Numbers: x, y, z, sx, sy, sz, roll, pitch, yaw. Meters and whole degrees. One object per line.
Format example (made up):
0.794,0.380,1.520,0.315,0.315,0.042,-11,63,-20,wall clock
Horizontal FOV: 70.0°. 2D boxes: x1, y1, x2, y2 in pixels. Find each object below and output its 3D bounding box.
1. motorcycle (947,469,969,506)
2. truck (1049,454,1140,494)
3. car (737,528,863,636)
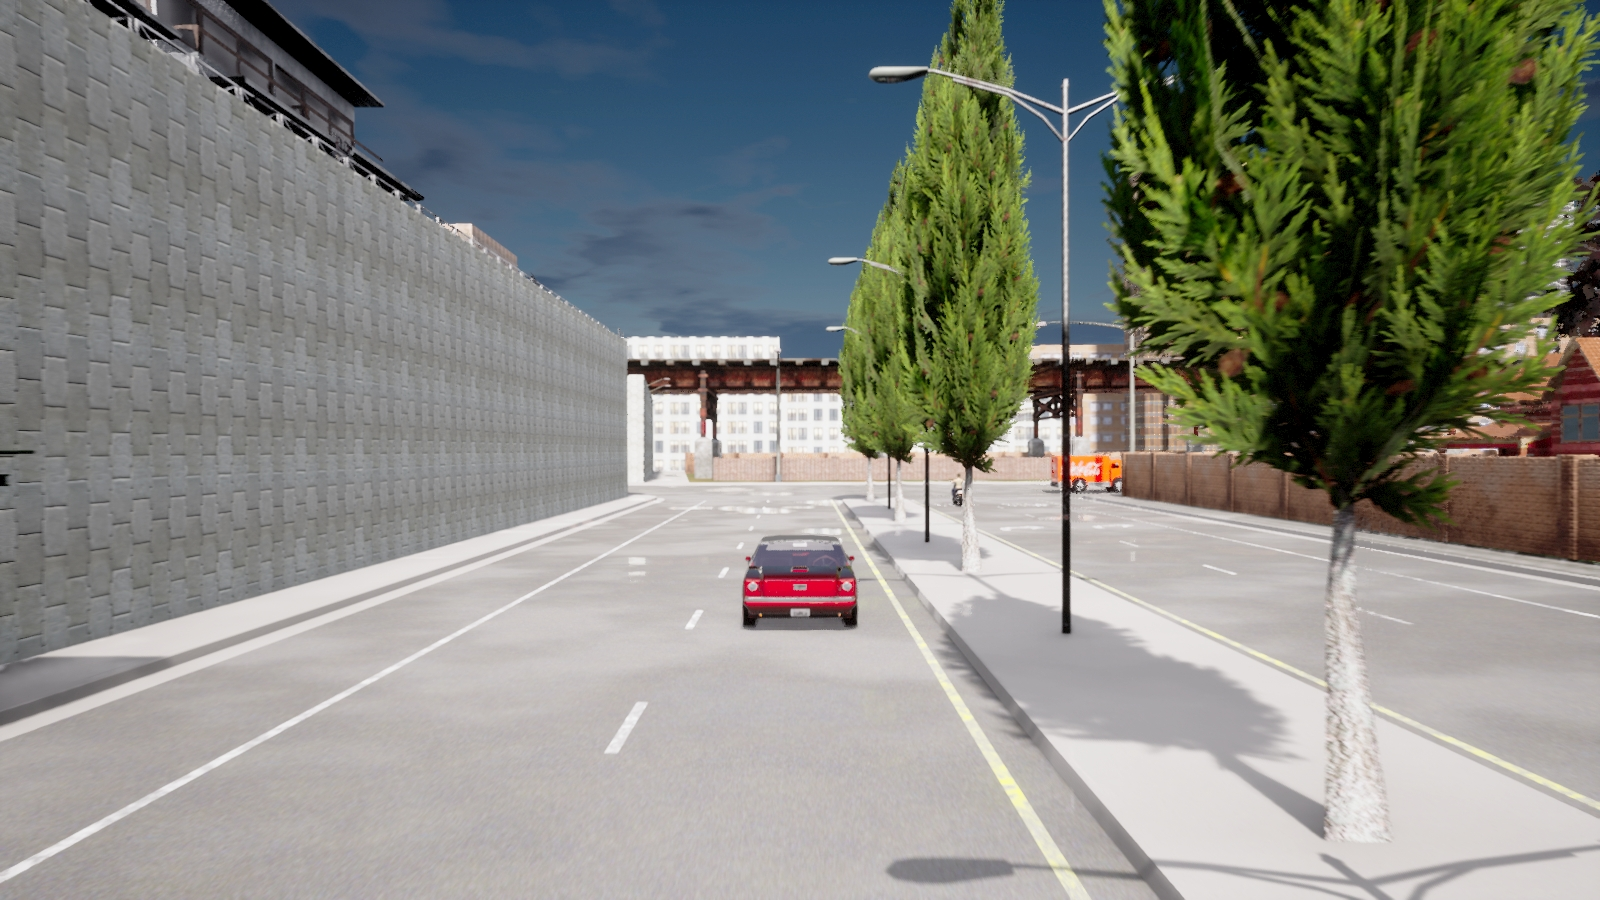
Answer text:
8.009,1.902,57.945,0.764,1.802,2.356,0,0,0,motorcycle
19.107,1.548,74.256,5.204,2.467,2.627,-1,0,1,truck
-0.001,2.160,19.678,1.895,1.301,4.718,0,0,0,car
